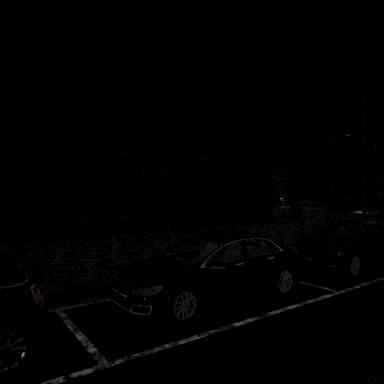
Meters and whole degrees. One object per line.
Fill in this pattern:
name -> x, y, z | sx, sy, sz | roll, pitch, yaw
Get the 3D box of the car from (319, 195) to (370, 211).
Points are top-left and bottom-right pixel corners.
car -> 15.452, 1.135, 33.979 | 1.882, 1.535, 5.008 | 0, 1, -35

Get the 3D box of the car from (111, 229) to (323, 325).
car -> 0.501, 1.551, 7.003 | 4.403, 1.369, 2.008 | 0, 0, -35

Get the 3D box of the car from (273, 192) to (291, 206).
car -> 10.203, 0.835, 41.327 | 2.097, 1.767, 4.553 | 0, 1, -35

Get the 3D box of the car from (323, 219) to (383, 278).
car -> 4.946, 1.545, 10.169 | 4.507, 1.381, 1.887 | 0, 0, -35

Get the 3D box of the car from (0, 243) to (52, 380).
car -> -3.944, 1.440, 3.838 | 4.097, 1.590, 1.967 | 0, 0, -35
